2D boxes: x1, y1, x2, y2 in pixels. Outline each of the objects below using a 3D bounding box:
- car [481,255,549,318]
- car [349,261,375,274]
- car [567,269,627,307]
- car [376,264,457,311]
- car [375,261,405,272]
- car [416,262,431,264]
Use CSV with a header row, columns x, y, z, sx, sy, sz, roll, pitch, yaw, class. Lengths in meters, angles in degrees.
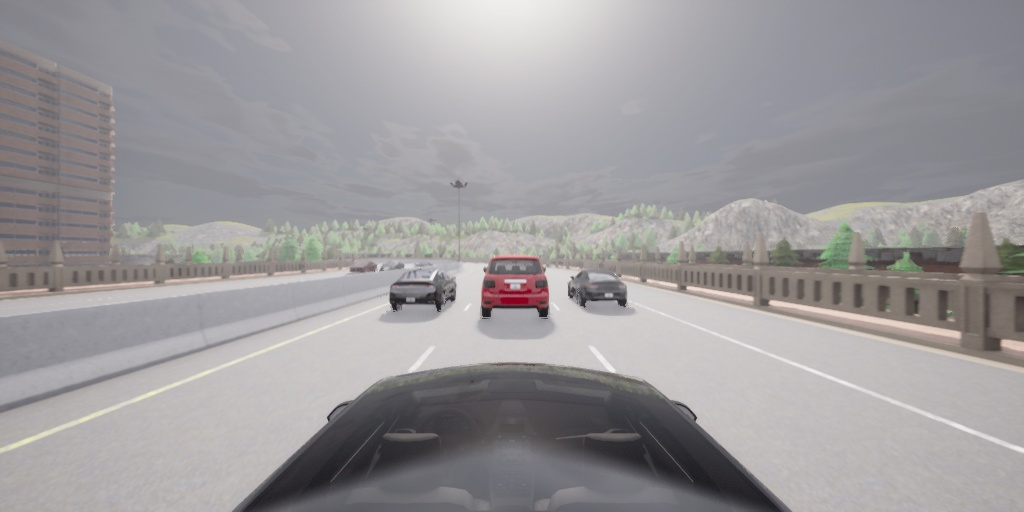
x,y,z,sx,sy,sz,roll,pitch,yaw,class
0.100,0.990,13.199,2.150,2.045,5.566,0,0,0,car
-17.681,1.289,42.928,1.882,1.535,5.008,0,0,-1,car
3.601,1.298,15.610,1.812,1.442,4.674,0,0,0,car
-3.400,1.262,14.445,2.128,1.511,4.902,0,0,0,car
-14.193,1.303,42.905,2.128,1.511,4.902,0,0,-1,car
-10.721,1.377,43.575,1.994,1.385,4.181,0,0,-1,car
